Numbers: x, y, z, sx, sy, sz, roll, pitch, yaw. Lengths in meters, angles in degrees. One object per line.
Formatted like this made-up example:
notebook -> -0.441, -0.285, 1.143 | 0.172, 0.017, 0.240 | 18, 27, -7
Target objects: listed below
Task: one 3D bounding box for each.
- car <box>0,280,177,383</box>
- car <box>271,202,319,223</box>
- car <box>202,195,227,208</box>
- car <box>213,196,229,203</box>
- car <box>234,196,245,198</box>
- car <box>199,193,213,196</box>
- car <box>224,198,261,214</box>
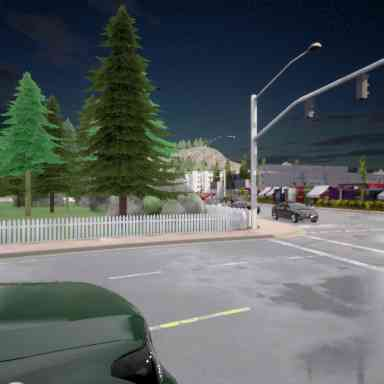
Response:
car -> -2.756, 1.221, 1.670 | 5.566, 2.045, 2.150 | 0, 0, -36
car -> 8.046, 1.560, 26.339 | 1.837, 1.490, 4.892 | 0, 0, -14
car -> 2.835, 1.547, 44.230 | 2.128, 1.511, 4.902 | 0, 0, -16
car -> 6.086, 1.559, 71.154 | 1.837, 1.490, 4.892 | 0, 0, -16
car -> 8.704, 1.547, 62.289 | 2.128, 1.511, 4.902 | 0, 0, -16
car -> 2.939, 1.277, 69.605 | 2.150, 2.045, 5.566 | 0, 0, -17
car -> 5.454, 1.656, 35.245 | 1.895, 1.301, 4.718 | 0, 0, -16
